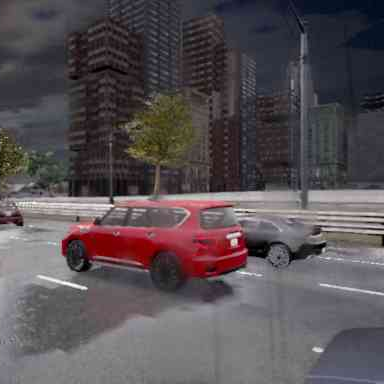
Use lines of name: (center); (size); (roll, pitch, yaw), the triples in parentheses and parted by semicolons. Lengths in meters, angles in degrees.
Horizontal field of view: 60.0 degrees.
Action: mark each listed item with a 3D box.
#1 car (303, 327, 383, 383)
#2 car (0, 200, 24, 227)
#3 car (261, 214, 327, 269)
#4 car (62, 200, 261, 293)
car: (3.307, 1.543, 1.632); (5.357, 1.411, 2.033); (0, 0, 35)
car: (-13.138, 1.414, 21.959); (4.553, 1.767, 2.097); (0, 0, 36)
car: (1.910, 1.505, 11.228); (4.902, 1.511, 2.128); (0, 0, 36)
car: (-1.219, 1.239, 9.162); (5.566, 2.045, 2.150); (0, 0, 36)
